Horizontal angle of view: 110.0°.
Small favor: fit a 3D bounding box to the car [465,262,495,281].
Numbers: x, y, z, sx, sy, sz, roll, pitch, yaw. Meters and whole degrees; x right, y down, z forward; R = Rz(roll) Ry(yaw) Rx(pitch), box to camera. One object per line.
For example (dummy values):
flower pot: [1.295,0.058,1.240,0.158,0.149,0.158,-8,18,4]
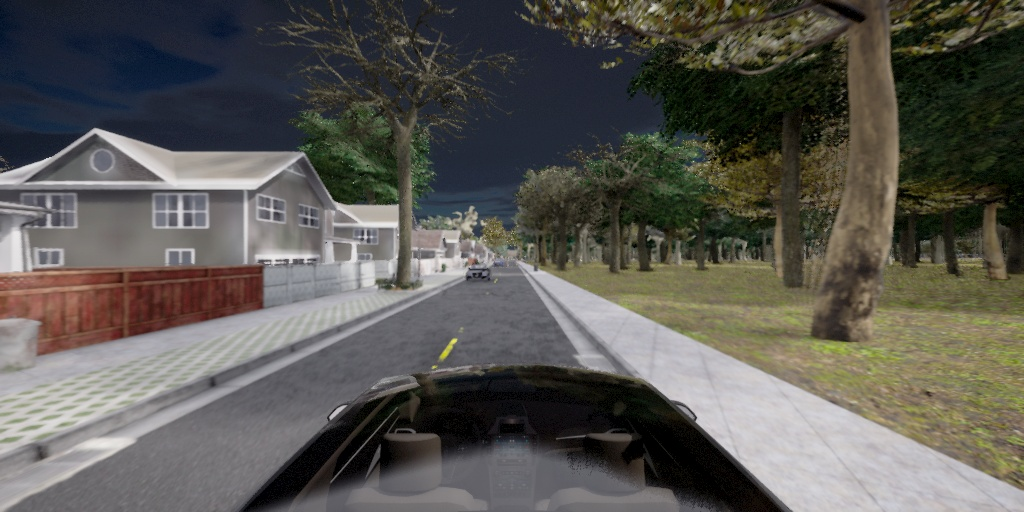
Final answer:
car: [-2.823,1.387,30.846,1.994,1.385,4.181,0,0,0]
